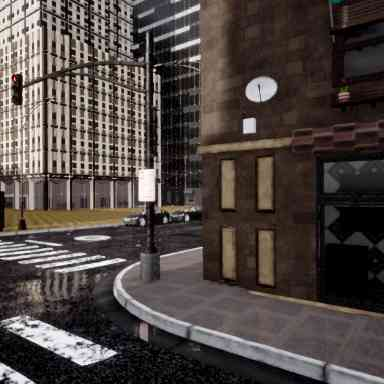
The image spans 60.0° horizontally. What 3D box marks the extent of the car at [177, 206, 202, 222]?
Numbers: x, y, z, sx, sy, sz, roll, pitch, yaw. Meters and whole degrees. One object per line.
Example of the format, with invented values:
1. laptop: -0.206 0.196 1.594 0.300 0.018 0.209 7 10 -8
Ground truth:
1. car: -0.296 1.975 30.465 2.008 1.369 4.403 -2 -2 35

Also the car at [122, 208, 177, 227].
1. car: -3.500 1.894 25.909 2.008 1.369 4.403 -2 -2 35
